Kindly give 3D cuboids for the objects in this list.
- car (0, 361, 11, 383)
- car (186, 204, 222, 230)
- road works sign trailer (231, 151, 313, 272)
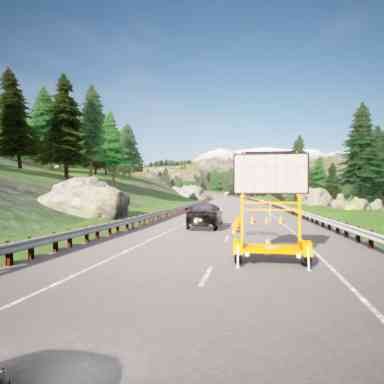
[{"bbox_3d":[-2.795,1.504,0.988,1.837,1.490,4.892,0,0,11],"label":"car"},{"bbox_3d":[0.858,1.477,21.287,1.882,1.535,5.008,0,0,9],"label":"car"},{"bbox_3d":[2.575,0.464,10.981,2.380,3.560,2.880,0,0,10],"label":"road works sign trailer"}]
